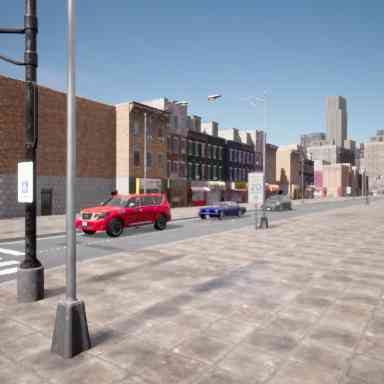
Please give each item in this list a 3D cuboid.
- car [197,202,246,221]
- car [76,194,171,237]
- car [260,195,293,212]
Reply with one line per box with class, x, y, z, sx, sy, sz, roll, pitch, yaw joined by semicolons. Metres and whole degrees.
car;2.407;1.435;25.979;1.895;1.301;4.718;0;0;35
car;-3.415;1.118;17.795;2.150;2.045;5.566;0;0;35
car;8.947;1.134;35.128;2.097;1.767;4.553;0;0;36
